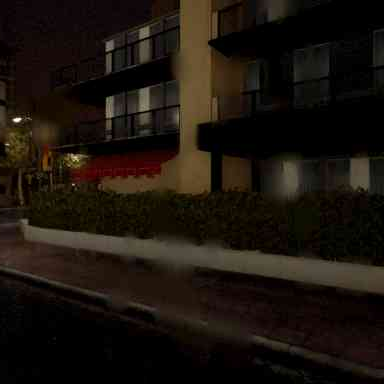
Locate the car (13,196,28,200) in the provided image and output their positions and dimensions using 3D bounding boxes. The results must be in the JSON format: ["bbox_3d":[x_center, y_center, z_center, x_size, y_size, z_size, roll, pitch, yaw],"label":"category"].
[{"bbox_3d":[-36.209,1.481,67.988,4.892,1.521,2.231,0,0,36],"label":"car"}]
